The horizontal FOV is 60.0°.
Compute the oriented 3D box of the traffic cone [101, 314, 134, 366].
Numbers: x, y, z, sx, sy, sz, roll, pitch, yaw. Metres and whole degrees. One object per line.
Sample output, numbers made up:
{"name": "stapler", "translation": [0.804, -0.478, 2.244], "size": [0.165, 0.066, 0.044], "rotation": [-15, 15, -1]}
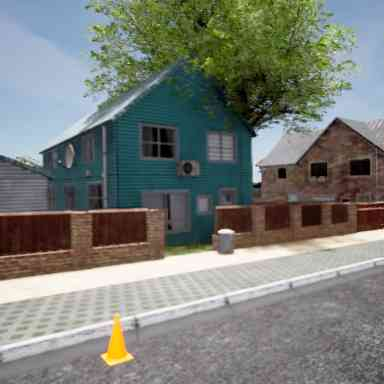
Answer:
{"name": "traffic cone", "translation": [-1.016, 1.960, 4.527], "size": [0.340, 0.580, 0.340], "rotation": [0, 0, -36]}
